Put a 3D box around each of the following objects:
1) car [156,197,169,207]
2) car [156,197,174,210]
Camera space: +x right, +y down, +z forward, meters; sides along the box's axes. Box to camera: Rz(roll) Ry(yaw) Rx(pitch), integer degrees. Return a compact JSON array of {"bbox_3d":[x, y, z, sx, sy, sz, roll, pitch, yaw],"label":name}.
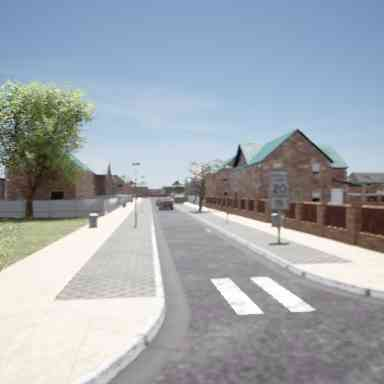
[{"bbox_3d":[-4.859,1.548,54.777,1.882,1.535,5.008,0,0,-7],"label":"car"},{"bbox_3d":[-3.380,1.554,43.601,1.837,1.490,4.892,0,-1,-7],"label":"car"}]
